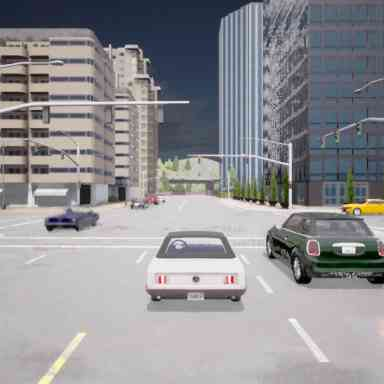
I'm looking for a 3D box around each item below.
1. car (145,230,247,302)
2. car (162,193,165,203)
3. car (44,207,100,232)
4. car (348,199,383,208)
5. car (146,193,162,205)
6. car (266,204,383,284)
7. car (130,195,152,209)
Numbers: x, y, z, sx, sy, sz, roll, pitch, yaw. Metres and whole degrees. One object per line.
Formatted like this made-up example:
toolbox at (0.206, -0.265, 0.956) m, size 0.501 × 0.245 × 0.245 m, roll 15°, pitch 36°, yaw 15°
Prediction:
car at (0.089, 1.601, 8.243) m, size 1.895 × 1.301 × 4.718 m, roll 0°, pitch 0°, yaw 0°
car at (-6.884, 1.225, 69.146) m, size 2.150 × 2.045 × 5.566 m, roll 0°, pitch 0°, yaw 0°
car at (-7.071, 1.590, 20.011) m, size 1.895 × 1.301 × 4.718 m, roll 0°, pitch 0°, yaw 0°
car at (16.870, 1.422, 31.605) m, size 5.008 × 1.535 × 1.882 m, roll 0°, pitch 0°, yaw 1°
car at (-6.986, 1.223, 57.256) m, size 2.150 × 2.045 × 5.566 m, roll 0°, pitch 0°, yaw 0°
car at (3.598, 1.352, 9.731) m, size 2.097 × 1.767 × 4.553 m, roll 0°, pitch 0°, yaw 0°
car at (-7.023, 1.491, 44.682) m, size 2.128 × 1.511 × 4.902 m, roll 0°, pitch 0°, yaw 0°
